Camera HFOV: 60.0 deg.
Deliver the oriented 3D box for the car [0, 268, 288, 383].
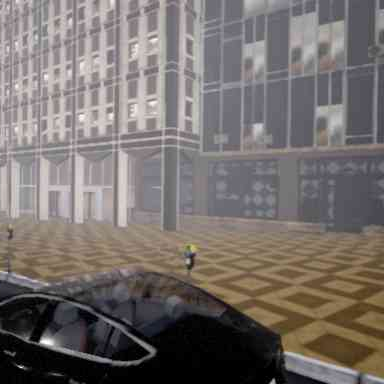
[{"bbox_3d":[-1.137,1.564,3.672,4.313,1.339,1.947,0,1,35],"label":"car"}]
